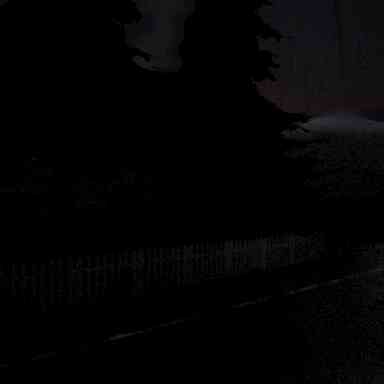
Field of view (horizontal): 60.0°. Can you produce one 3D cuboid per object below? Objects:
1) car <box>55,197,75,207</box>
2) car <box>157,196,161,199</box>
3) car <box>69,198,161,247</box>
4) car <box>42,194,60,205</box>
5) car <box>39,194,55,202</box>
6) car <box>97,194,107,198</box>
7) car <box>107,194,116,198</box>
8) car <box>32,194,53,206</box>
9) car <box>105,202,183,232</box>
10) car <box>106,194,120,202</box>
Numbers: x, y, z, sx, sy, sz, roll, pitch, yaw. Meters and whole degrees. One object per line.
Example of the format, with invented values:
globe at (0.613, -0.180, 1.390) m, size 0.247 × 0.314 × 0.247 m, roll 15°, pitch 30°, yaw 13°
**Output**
car at (-19.670, 1.493, 51.446) m, size 1.970 × 1.475 × 3.806 m, roll 1°, pitch 0°, yaw -36°
car at (-6.103, 1.668, 70.885) m, size 1.845 × 1.501 × 3.633 m, roll 1°, pitch 0°, yaw -36°
car at (-3.313, 1.370, 15.048) m, size 3.866 × 1.878 × 1.905 m, roll 1°, pitch 0°, yaw -36°
car at (-24.690, 1.228, 58.279) m, size 1.932 × 1.855 × 4.605 m, roll 1°, pitch 0°, yaw -36°
car at (-32.388, 1.313, 74.178) m, size 2.152 × 1.636 × 5.027 m, roll 1°, pitch 0°, yaw -36°
car at (-22.046, 1.360, 81.711) m, size 1.905 × 1.878 × 3.866 m, roll 1°, pitch 0°, yaw -36°
car at (-14.205, 1.550, 65.036) m, size 2.007 × 1.523 × 4.514 m, roll 1°, pitch 0°, yaw -36°
car at (-22.715, 1.177, 49.984) m, size 1.905 × 1.878 × 3.866 m, roll 1°, pitch 0°, yaw -36°
car at (-3.142, 1.579, 22.177) m, size 4.611 × 1.667 × 2.242 m, roll 1°, pitch 0°, yaw -36°
car at (-19.941, 1.409, 83.755) m, size 1.932 × 1.855 × 4.605 m, roll 1°, pitch 0°, yaw -36°
